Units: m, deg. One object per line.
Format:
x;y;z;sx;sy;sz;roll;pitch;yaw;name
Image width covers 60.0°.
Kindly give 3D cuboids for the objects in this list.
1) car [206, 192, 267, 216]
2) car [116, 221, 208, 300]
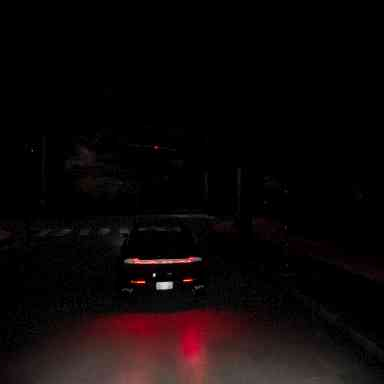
4.070;1.064;30.369;5.566;2.045;2.150;0;0;-12;car
-0.841;1.492;8.461;2.128;1.511;4.902;0;0;-8;car
